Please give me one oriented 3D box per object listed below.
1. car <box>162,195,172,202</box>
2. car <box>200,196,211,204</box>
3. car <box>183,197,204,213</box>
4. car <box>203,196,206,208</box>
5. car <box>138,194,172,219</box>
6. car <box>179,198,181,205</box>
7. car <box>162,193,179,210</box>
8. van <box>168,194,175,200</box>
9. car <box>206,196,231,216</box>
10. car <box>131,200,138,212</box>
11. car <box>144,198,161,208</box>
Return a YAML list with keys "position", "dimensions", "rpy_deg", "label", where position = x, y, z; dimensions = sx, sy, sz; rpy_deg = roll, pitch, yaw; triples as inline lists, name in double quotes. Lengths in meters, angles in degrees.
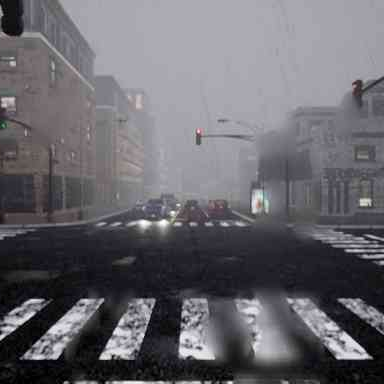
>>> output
- position: [-5.789, 1.454, 77.519]
  dimensions: [1.967, 1.590, 4.097]
  rpy_deg: [0, 0, 0]
  label: "car"
- position: [2.607, 1.554, 66.149]
  dimensions: [2.008, 1.369, 4.403]
  rpy_deg: [-1, 0, 0]
  label: "car"
- position: [0.058, 1.514, 37.063]
  dimensions: [1.812, 1.442, 4.674]
  rpy_deg: [0, 0, 0]
  label: "car"
- position: [2.634, 1.572, 43.362]
  dimensions: [1.802, 1.307, 4.206]
  rpy_deg: [0, 0, 0]
  label: "car"
- position: [-3.133, 1.340, 29.097]
  dimensions: [2.097, 1.767, 4.553]
  rpy_deg: [0, 0, 0]
  label: "car"
- position: [-3.115, 1.563, 60.760]
  dimensions: [1.994, 1.385, 4.181]
  rpy_deg: [0, 0, 0]
  label: "car"
- position: [-3.163, 1.208, 42.343]
  dimensions: [2.150, 2.045, 5.566]
  rpy_deg: [0, 1, -2]
  label: "car"
- position: [-5.810, 1.376, 94.609]
  dimensions: [1.690, 1.788, 3.998]
  rpy_deg: [-1, 0, 0]
  label: "van"
- position: [2.647, 1.428, 31.968]
  dimensions: [1.967, 1.590, 4.097]
  rpy_deg: [0, 0, 0]
  label: "car"
- position: [-5.740, 1.539, 37.643]
  dimensions: [2.008, 1.369, 4.403]
  rpy_deg: [0, 0, 0]
  label: "car"
- position: [-5.753, 1.543, 49.037]
  dimensions: [2.008, 1.369, 4.403]
  rpy_deg: [0, 0, 0]
  label: "car"
